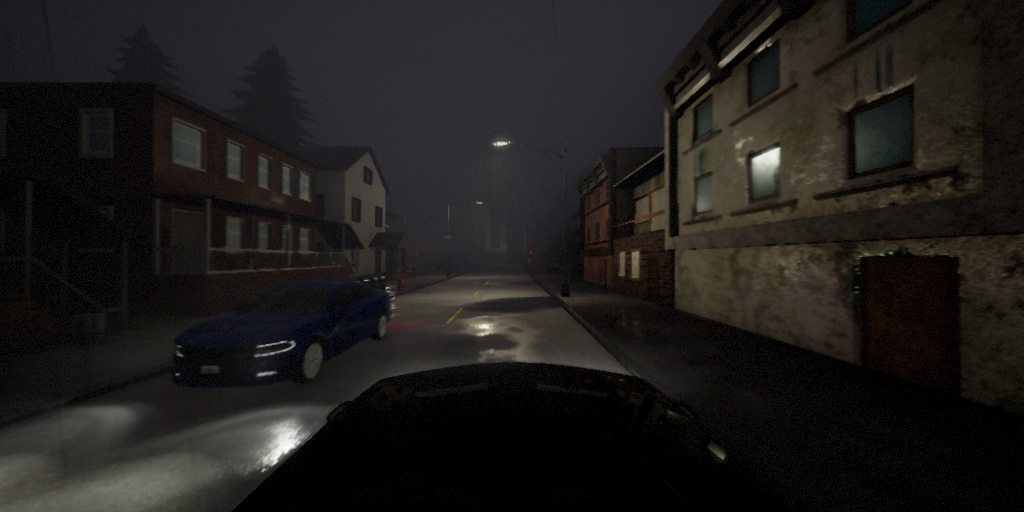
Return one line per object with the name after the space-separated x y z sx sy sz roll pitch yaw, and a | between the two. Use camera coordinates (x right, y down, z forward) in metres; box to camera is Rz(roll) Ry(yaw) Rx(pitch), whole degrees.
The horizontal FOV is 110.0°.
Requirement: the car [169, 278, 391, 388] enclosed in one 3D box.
-4.096 1.264 7.365 1.882 1.535 5.008 0 0 0 | car
